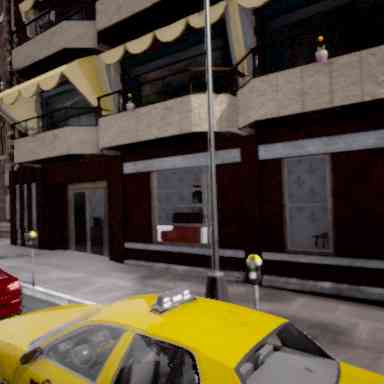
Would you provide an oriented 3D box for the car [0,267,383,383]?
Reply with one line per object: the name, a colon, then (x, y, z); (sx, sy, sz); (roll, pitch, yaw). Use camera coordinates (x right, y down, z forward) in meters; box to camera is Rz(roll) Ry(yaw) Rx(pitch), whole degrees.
car: (-0.376, 1.547, 3.016); (4.829, 1.417, 1.752); (-1, -2, 36)
